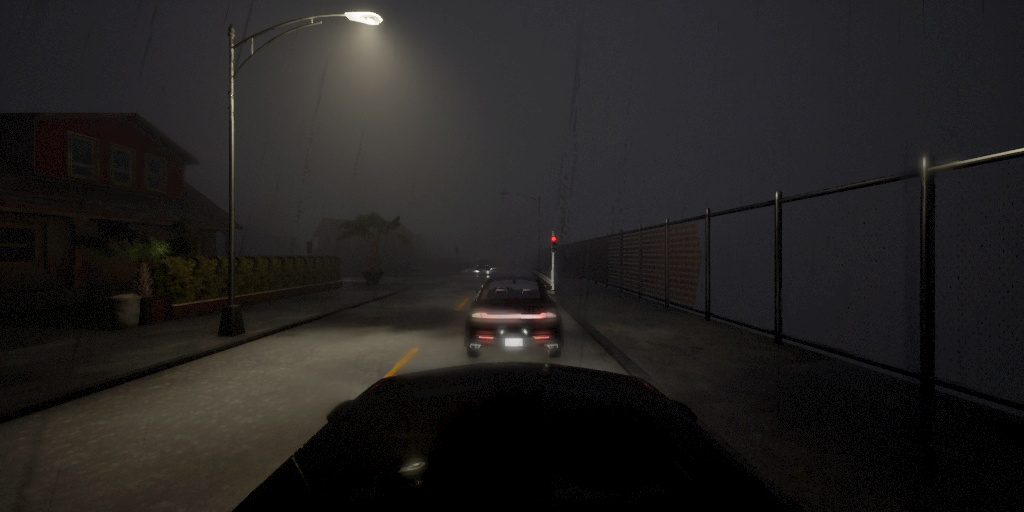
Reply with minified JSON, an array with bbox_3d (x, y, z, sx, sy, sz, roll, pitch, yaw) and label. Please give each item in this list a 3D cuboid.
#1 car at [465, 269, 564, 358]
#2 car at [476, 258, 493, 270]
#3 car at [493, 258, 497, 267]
[{"bbox_3d":[0.052,1.242,8.465,2.128,1.511,4.902,0,0,0],"label":"car"},{"bbox_3d":[-4.111,1.255,51.850,1.837,1.490,4.892,0,0,0],"label":"car"},{"bbox_3d":[-4.095,1.297,61.715,2.033,1.411,5.357,0,0,0],"label":"car"}]
